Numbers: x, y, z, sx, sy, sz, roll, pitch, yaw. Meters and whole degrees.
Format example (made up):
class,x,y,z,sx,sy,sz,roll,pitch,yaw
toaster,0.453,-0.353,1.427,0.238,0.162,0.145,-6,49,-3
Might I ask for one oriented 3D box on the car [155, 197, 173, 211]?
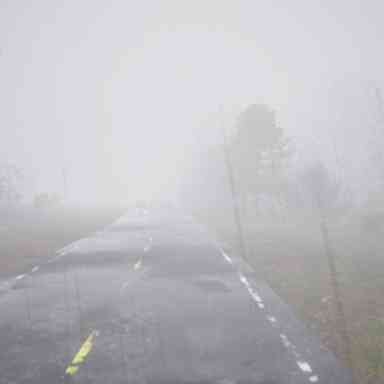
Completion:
class,x,y,z,sx,sy,sz,roll,pitch,yaw
car,-3.616,1.752,44.922,1.837,1.490,4.892,0,0,-9

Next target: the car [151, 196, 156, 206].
class,x,y,z,sx,sy,sz,roll,pitch,yaw
car,-7.022,1.696,62.569,2.097,1.767,4.553,0,0,-12

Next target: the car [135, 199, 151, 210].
class,x,y,z,sx,sy,sz,roll,pitch,yaw
car,-7.573,1.823,49.488,2.033,1.411,5.357,0,0,-10
